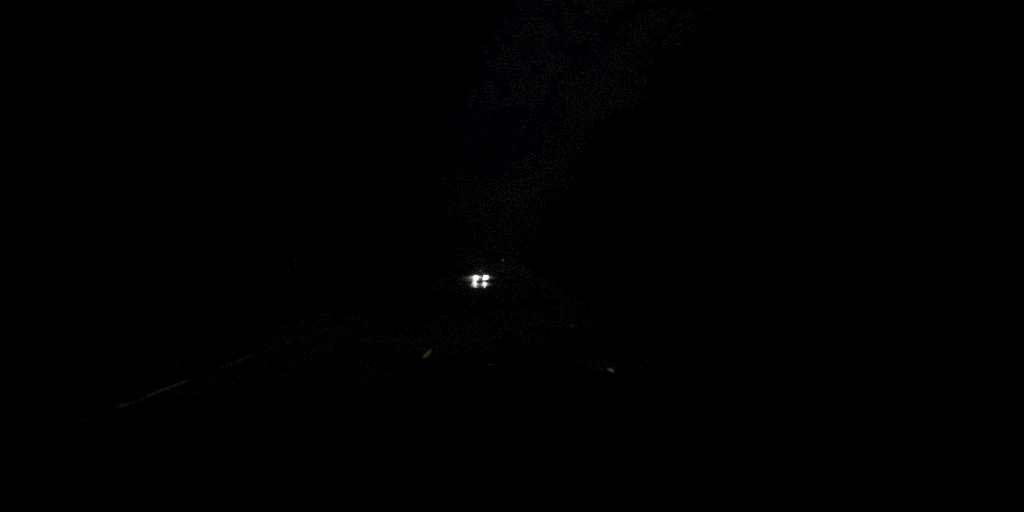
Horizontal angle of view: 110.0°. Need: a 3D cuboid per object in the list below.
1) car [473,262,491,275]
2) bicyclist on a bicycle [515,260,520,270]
[{"bbox_3d":[-3.557,1.467,42.941,2.128,1.511,4.902,0,0,0],"label":"car"},{"bbox_3d":[0.969,1.428,55.944,0.659,1.776,1.843,0,0,0],"label":"bicyclist on a bicycle"}]
